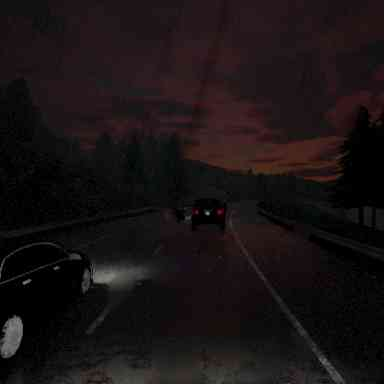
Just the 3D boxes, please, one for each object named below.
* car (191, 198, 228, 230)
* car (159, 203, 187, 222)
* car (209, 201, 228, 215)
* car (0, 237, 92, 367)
[{"bbox_3d":[1.197,1.440,23.192,2.150,2.045,5.566,0,-1,5],"label":"car"},{"bbox_3d":[-1.678,1.778,29.544,1.837,1.490,4.892,0,-1,6],"label":"car"},{"bbox_3d":[3.363,1.935,41.162,2.033,1.411,5.357,0,-1,9],"label":"car"},{"bbox_3d":[-3.265,1.556,5.841,1.837,1.490,4.892,0,-1,1],"label":"car"}]
